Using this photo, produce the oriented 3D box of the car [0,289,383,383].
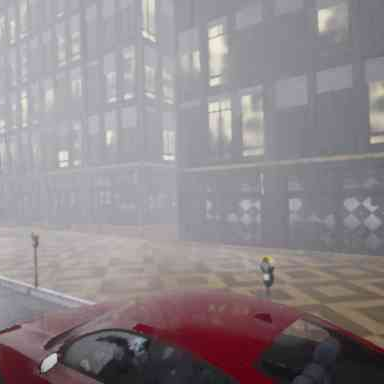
[{"bbox_3d":[-0.095,1.560,2.805,4.507,1.381,1.887,-1,-1,36],"label":"car"}]
